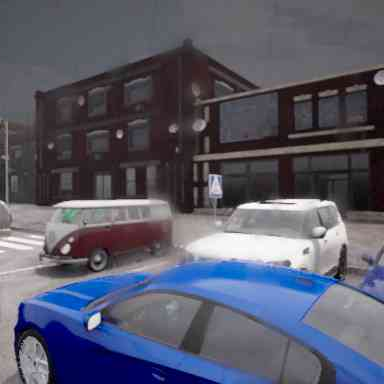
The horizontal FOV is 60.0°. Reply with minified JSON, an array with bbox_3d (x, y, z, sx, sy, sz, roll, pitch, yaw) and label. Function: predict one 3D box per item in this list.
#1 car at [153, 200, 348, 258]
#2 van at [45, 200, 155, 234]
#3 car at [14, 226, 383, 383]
[{"bbox_3d":[1.949,1.223,7.530,2.435,2.045,5.566,0,0,36],"label":"car"},{"bbox_3d":[-2.588,1.250,10.659,1.878,1.987,4.442,0,0,36],"label":"van"},{"bbox_3d":[0.234,1.439,3.214,5.008,1.535,1.882,2,1,35],"label":"car"}]
